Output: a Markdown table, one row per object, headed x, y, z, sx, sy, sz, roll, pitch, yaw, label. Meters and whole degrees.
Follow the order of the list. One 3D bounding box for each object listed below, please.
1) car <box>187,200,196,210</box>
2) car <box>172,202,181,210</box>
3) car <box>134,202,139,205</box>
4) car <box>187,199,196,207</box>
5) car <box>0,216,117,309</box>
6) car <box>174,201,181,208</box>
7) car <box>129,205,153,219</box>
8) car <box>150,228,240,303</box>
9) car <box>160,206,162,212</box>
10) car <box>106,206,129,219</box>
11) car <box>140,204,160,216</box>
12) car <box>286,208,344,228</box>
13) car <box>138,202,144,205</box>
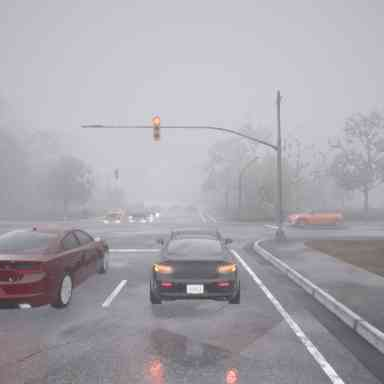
| x | y | z | sx | sy | sz | roll | pitch | yaw | label |
| --- | --- | --- | --- | --- | --- | --- | --- | --- | --- |
| -0.150 | 3.298 | 77.237 | 1.994 | 1.385 | 4.181 | 0 | 0 | 0 | car |
| -3.649 | 3.350 | 76.936 | 1.895 | 1.301 | 4.718 | 0 | 0 | 0 | car |
| -10.692 | 3.101 | 55.856 | 2.097 | 1.767 | 4.553 | 0 | -1 | 0 | car |
| -0.261 | 2.887 | 86.971 | 2.097 | 1.767 | 4.553 | 0 | 0 | -4 | car |
| -3.433 | 1.555 | 8.081 | 1.882 | 1.535 | 5.008 | 0 | -1 | 0 | car |
| -3.769 | 3.220 | 86.847 | 1.812 | 1.442 | 4.674 | 0 | 0 | -4 | car |
| -7.178 | 3.032 | 47.133 | 1.882 | 1.535 | 5.008 | 0 | -2 | 1 | car |
| 0.064 | 1.605 | 8.225 | 1.812 | 1.442 | 4.674 | 0 | -1 | 0 | car |
| -7.151 | 3.305 | 66.660 | 2.128 | 1.511 | 4.902 | 0 | 0 | 0 | car |
| -10.688 | 3.028 | 46.997 | 1.882 | 1.535 | 5.008 | 0 | -2 | 0 | car |
| -7.194 | 3.251 | 56.603 | 2.128 | 1.511 | 4.902 | 0 | -1 | 0 | car |
| 10.460 | 2.159 | 28.581 | 4.553 | 1.767 | 2.097 | 0 | -2 | -2 | car |
| -10.651 | 3.034 | 66.516 | 2.150 | 2.045 | 5.566 | 0 | 0 | 0 | car |
